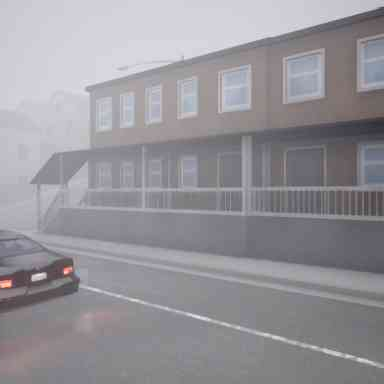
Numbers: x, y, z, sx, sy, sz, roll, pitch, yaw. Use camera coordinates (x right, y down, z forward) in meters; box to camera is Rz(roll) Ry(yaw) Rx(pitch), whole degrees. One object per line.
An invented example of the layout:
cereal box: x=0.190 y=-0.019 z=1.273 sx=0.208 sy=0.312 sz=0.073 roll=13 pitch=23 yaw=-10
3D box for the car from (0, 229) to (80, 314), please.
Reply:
car: x=-4.737 y=1.547 z=7.343 sx=5.357 sy=1.411 sz=2.033 roll=0 pitch=0 yaw=36
